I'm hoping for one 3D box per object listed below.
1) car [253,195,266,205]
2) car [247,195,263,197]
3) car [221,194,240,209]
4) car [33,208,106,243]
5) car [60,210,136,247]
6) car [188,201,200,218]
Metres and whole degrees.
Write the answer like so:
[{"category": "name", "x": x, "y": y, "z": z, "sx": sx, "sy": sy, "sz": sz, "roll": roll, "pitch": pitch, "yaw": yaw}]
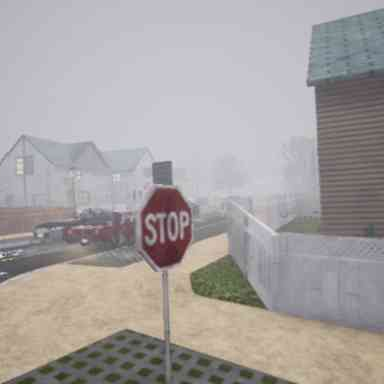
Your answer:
[{"category": "car", "x": 10.669, "y": 1.214, "z": 52.611, "sx": 1.812, "sy": 1.442, "sz": 4.674, "roll": -3, "pitch": -1, "yaw": 13}, {"category": "car", "x": 7.866, "y": 1.233, "z": 42.612, "sx": 1.837, "sy": 1.490, "sz": 4.892, "roll": -3, "pitch": -1, "yaw": 18}, {"category": "car", "x": 5.251, "y": 1.218, "z": 43.812, "sx": 2.097, "sy": 1.767, "sz": 4.553, "roll": -3, "pitch": -1, "yaw": 18}, {"category": "car", "x": -5.494, "y": 1.579, "z": 16.510, "sx": 2.128, "sy": 1.511, "sz": 4.902, "roll": -3, "pitch": -1, "yaw": 25}, {"category": "car", "x": -3.123, "y": 1.543, "z": 14.626, "sx": 1.895, "sy": 1.301, "sz": 4.718, "roll": -3, "pitch": -1, "yaw": 26}, {"category": "car", "x": -0.892, "y": 1.479, "z": 26.857, "sx": 2.128, "sy": 1.511, "sz": 4.902, "roll": -3, "pitch": -1, "yaw": 22}]
